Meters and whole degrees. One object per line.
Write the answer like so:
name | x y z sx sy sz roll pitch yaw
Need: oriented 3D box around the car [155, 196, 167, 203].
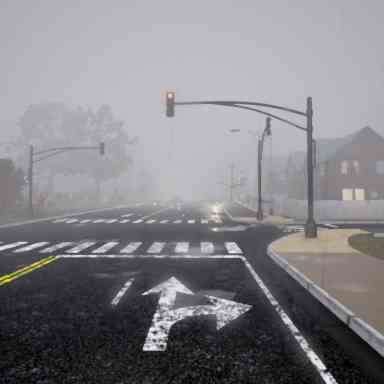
car | -6.319 1.497 68.173 1.882 1.535 5.008 0 0 5

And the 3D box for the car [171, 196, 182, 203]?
car | -3.085 1.536 67.855 1.812 1.442 4.674 0 0 5
